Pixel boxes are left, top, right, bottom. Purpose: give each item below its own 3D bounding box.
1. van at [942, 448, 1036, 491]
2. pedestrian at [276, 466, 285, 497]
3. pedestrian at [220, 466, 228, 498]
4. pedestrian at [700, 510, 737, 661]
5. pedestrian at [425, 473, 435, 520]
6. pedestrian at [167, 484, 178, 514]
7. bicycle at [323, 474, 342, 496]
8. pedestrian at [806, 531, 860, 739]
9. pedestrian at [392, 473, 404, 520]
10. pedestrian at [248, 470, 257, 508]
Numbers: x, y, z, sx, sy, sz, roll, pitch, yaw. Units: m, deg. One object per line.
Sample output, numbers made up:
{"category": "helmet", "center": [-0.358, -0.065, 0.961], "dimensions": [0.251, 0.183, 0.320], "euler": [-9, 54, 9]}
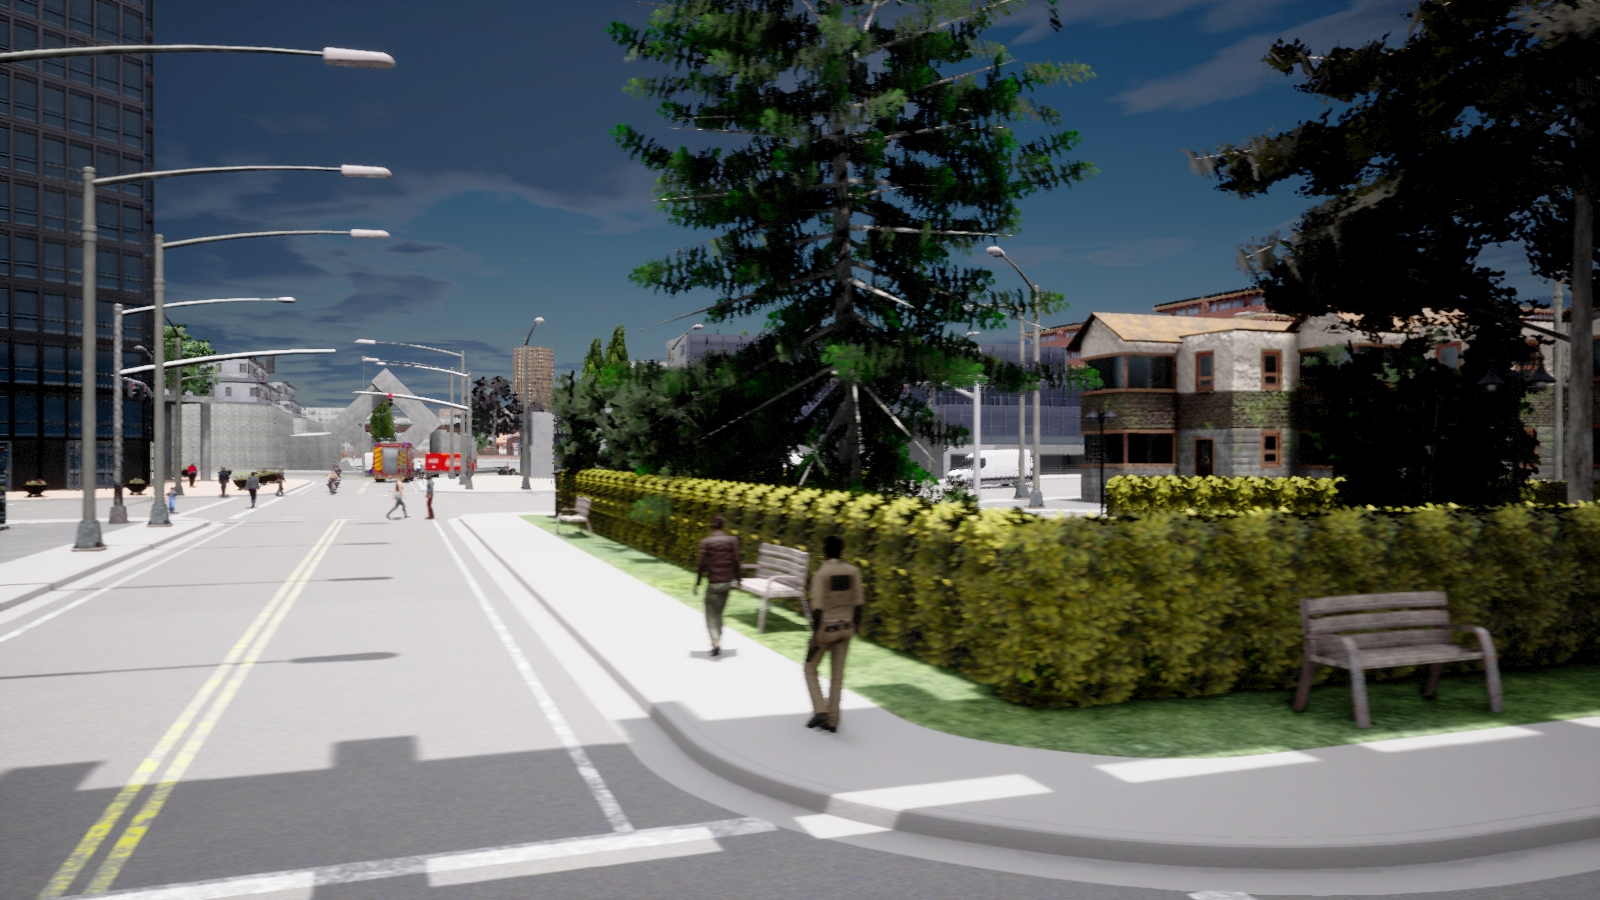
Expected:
{"category": "van", "center": [12.615, 1.274, 76.262], "dimensions": [5.915, 2.561, 1.988], "euler": [-2, 1, -20]}
{"category": "pedestrian", "center": [-31.346, 1.875, 68.941], "dimensions": [0.375, 1.860, 0.375], "euler": [0, 0, 45]}
{"category": "pedestrian", "center": [-33.836, 1.885, 67.073], "dimensions": [0.375, 1.860, 0.375], "euler": [0, 0, -20]}
{"category": "pedestrian", "center": [-1.036, 1.699, 14.503], "dimensions": [0.375, 1.860, 0.375], "euler": [0, 0, -21]}
{"category": "pedestrian", "center": [-14.872, 1.849, 45.912], "dimensions": [0.375, 1.860, 0.375], "euler": [0, 0, -19]}
{"category": "pedestrian", "center": [-27.828, 2.173, 50.644], "dimensions": [0.375, 1.300, 0.375], "euler": [0, 0, -19]}
{"category": "bicycle", "center": [-28.793, 2.159, 70.412], "dimensions": [0.859, 1.301, 1.487], "euler": [2, 0, -30]}
{"category": "pedestrian", "center": [0.306, 1.698, 10.621], "dimensions": [0.375, 1.860, 0.375], "euler": [0, 0, -22]}
{"category": "pedestrian", "center": [-16.153, 1.848, 45.893], "dimensions": [0.375, 1.860, 0.375], "euler": [0, 0, -36]}
{"category": "pedestrian", "center": [-26.464, 1.882, 55.230], "dimensions": [0.375, 1.860, 0.375], "euler": [0, 0, -16]}
